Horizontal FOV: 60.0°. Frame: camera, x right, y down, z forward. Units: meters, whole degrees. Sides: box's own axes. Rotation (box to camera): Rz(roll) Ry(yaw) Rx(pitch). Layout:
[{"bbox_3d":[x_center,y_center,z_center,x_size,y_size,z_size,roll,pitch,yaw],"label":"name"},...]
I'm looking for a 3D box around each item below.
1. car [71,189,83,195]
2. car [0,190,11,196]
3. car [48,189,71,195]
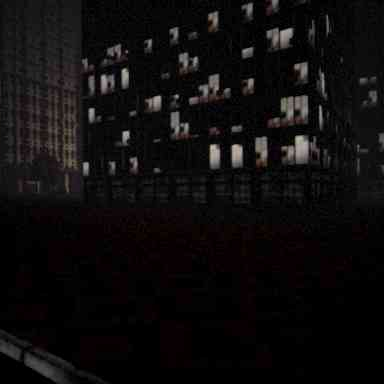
[{"bbox_3d":[-26.229,0.029,77.164,1.887,1.381,4.507,0,0,33],"label":"car"},{"bbox_3d":[-31.802,0.176,54.147,1.802,1.307,4.206,0,0,33],"label":"car"},{"bbox_3d":[-29.311,-0.026,72.495,1.967,1.590,4.097,0,0,33],"label":"car"}]
